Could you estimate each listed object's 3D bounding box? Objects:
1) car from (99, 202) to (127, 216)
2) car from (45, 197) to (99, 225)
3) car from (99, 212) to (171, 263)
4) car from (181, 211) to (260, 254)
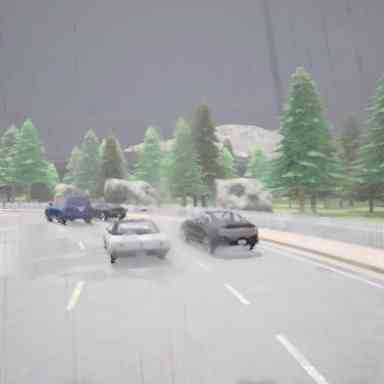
[{"bbox_3d":[-7.355,1.649,28.386,1.837,1.490,4.892,0,0,-40],"label":"car"},{"bbox_3d":[-9.482,1.372,25.541,2.150,2.045,5.566,0,0,-39],"label":"car"},{"bbox_3d":[-2.247,1.657,12.384,1.895,1.301,4.718,0,0,-18],"label":"car"},{"bbox_3d":[0.949,1.529,13.757,2.128,1.511,4.902,0,0,-19],"label":"car"}]
